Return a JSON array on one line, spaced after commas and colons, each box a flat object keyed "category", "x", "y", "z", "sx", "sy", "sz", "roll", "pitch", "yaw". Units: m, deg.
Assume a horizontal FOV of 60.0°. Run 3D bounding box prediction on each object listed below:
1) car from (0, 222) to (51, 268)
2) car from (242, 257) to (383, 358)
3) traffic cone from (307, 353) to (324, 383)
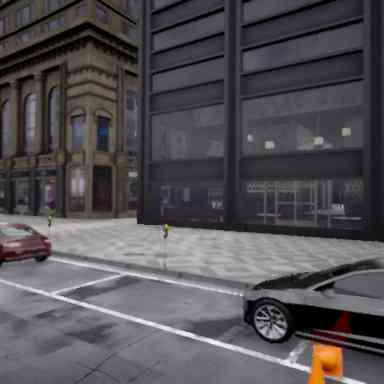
[{"category": "car", "x": -6.450, "y": 1.665, "z": 11.191, "sx": 4.206, "sy": 1.307, "sz": 1.802, "roll": 0, "pitch": -1, "yaw": 34}, {"category": "car", "x": 2.880, "y": 1.655, "z": 4.961, "sx": 4.313, "sy": 1.339, "sz": 1.947, "roll": 0, "pitch": -1, "yaw": 34}, {"category": "traffic cone", "x": 1.322, "y": 2.014, "z": 3.541, "sx": 0.340, "sy": 0.580, "sz": 0.340, "roll": 0, "pitch": -1, "yaw": 34}]
